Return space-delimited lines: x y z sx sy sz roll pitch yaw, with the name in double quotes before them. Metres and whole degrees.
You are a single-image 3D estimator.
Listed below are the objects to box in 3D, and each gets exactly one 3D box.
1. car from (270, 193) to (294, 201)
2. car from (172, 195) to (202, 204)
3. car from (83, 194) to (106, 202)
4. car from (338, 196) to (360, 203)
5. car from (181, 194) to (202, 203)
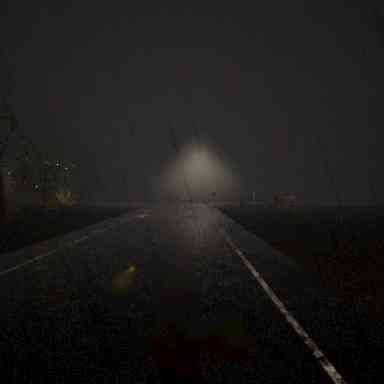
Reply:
"car" 19.687 1.287 72.471 5.566 2.045 2.150 0 0 -2
"car" -1.207 1.537 64.877 5.357 1.411 2.033 0 0 -1
"car" -20.884 1.259 71.343 4.553 1.767 2.097 0 0 -2
"car" 34.463 1.632 72.910 4.674 1.442 1.812 0 0 -2
"car" -0.094 1.352 71.911 4.553 1.767 2.097 0 0 -1
